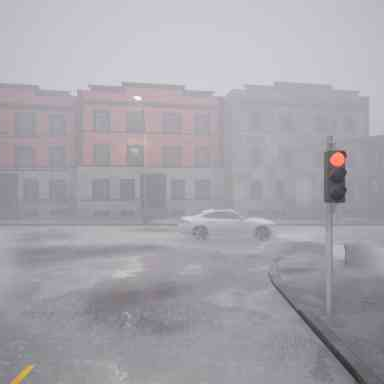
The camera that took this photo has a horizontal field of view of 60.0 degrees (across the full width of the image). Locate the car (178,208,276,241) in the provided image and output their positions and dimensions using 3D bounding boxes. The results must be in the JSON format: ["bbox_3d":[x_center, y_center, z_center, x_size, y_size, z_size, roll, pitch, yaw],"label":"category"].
[{"bbox_3d":[1.659,1.526,16.070,4.674,1.442,1.812,0,0,0],"label":"car"}]
